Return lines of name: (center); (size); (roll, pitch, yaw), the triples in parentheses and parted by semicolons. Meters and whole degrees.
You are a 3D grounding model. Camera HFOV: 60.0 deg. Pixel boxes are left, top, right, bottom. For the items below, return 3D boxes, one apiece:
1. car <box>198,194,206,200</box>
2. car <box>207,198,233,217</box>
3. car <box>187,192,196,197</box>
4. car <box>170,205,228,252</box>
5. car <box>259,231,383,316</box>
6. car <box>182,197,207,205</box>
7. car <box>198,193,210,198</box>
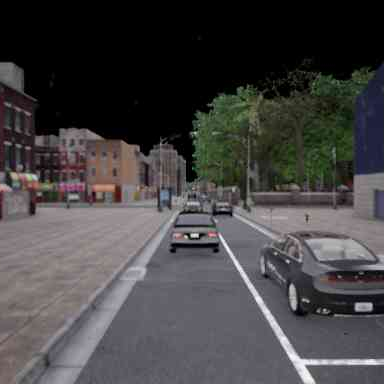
car: (2.613, 1.360, 89.525); (1.967, 1.590, 4.097); (-1, 0, 0)
car: (2.625, 1.459, 29.758); (1.947, 1.339, 4.313); (-1, 0, 0)
car: (-0.007, 1.032, 83.944); (2.150, 2.045, 5.566); (0, 0, 0)
car: (0.093, 1.488, 13.556); (2.033, 1.411, 5.357); (0, 0, 0)
car: (2.628, 1.517, 7.271); (2.008, 1.369, 4.403); (-1, 0, 0)
car: (0.093, 1.420, 29.118); (1.812, 1.442, 4.674); (0, 0, 0)
car: (2.620, 1.417, 62.272); (2.008, 1.369, 4.403); (-1, 0, 0)
